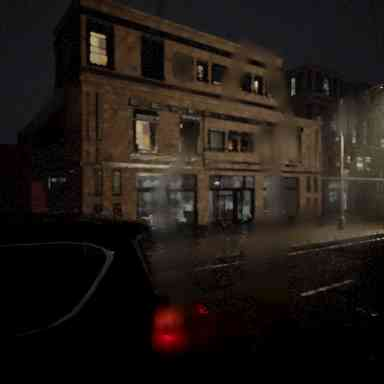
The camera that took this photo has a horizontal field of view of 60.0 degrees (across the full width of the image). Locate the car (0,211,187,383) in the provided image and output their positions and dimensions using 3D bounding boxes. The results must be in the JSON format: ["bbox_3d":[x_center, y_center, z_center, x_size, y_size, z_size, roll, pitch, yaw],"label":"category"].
[{"bbox_3d":[-2.647,1.215,1.798,5.566,2.045,2.150,-1,1,-35],"label":"car"}]
